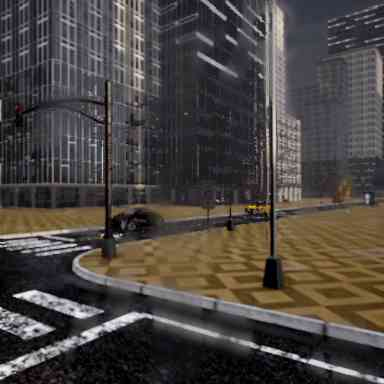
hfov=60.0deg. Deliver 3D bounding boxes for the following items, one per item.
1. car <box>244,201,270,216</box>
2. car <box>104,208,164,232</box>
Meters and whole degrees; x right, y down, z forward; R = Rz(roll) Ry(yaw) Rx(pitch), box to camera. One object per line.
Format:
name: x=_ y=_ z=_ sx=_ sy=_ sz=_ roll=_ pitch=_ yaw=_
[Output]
car: x=7.653 y=1.793 z=37.624 sx=1.882 sy=1.535 sz=5.008 roll=0 pitch=0 yaw=37
car: x=-3.795 y=1.798 z=22.244 sx=1.994 sy=1.385 sz=4.181 roll=0 pitch=0 yaw=37
